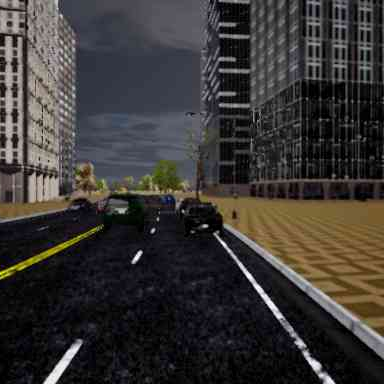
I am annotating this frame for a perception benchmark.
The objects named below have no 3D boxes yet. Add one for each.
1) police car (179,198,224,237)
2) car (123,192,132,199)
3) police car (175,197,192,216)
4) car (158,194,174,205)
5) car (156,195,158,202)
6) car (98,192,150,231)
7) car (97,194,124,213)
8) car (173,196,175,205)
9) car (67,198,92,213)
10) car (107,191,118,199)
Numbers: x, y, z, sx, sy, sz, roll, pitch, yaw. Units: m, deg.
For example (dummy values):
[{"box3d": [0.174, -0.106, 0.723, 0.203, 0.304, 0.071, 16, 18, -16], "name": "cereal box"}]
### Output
[{"box3d": [0.486, 1.325, 17.714, 1.930, 1.638, 5.238, 0, 0, -3], "name": "police car"}, {"box3d": [-14.761, 0.828, 75.878, 1.837, 1.490, 4.892, 0, 0, -12], "name": "car"}, {"box3d": [-0.177, 1.269, 27.851, 1.930, 1.638, 5.238, 0, 0, -4], "name": "police car"}, {"box3d": [-3.644, 1.074, 50.968, 2.097, 1.767, 4.553, 0, 0, -9], "name": "car"}, {"box3d": [-6.267, 1.194, 67.059, 2.033, 1.411, 5.357, 0, 0, -11], "name": "car"}, {"box3d": [-3.797, 1.110, 19.841, 2.150, 2.045, 5.566, 0, 0, -3], "name": "car"}, {"box3d": [-8.437, 1.160, 34.680, 2.097, 1.767, 4.553, 0, 0, -6], "name": "car"}, {"box3d": [-0.695, 1.337, 33.814, 1.812, 1.442, 4.674, 0, 0, -5], "name": "car"}, {"box3d": [-11.722, 1.333, 35.010, 1.812, 1.442, 4.674, 0, 0, -6], "name": "car"}, {"box3d": [-17.949, 0.688, 75.249, 2.097, 1.767, 4.553, 0, 0, -12], "name": "car"}]
